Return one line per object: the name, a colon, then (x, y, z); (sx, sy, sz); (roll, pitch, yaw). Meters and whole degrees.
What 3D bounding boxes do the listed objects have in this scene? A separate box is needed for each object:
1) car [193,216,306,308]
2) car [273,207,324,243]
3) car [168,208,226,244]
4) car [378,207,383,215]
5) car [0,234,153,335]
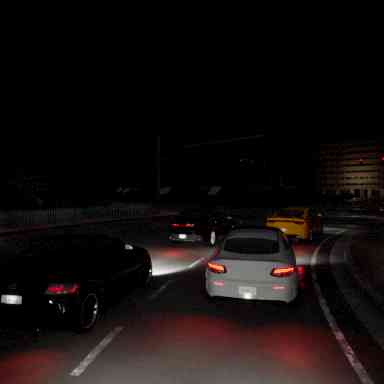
car: (1.514, 1.526, 7.937); (1.812, 1.442, 4.674); (0, 0, 14)
car: (5.190, 1.478, 16.451); (1.882, 1.535, 5.008); (0, 0, 30)
car: (0.591, 1.505, 15.344); (1.837, 1.490, 4.892); (0, 0, 23)
car: (19.001, 1.511, 28.811); (5.008, 1.535, 1.882); (0, -1, 31)
car: (-2.277, 1.564, 6.905); (1.994, 1.385, 4.181); (0, 0, 11)
